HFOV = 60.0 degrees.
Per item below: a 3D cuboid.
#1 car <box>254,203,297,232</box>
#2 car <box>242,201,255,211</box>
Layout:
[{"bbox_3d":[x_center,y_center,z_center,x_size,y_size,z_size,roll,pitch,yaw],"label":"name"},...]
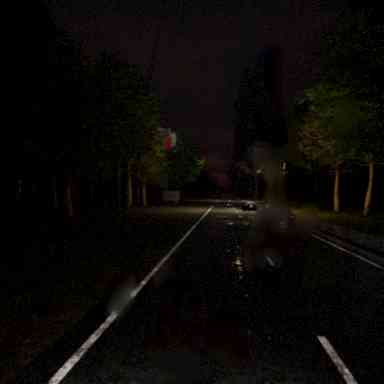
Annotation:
[{"bbox_3d":[5.546,1.672,21.752,2.128,1.511,4.902,2,0,6],"label":"car"},{"bbox_3d":[7.768,1.829,44.567,1.994,1.385,4.181,2,0,6],"label":"car"}]
